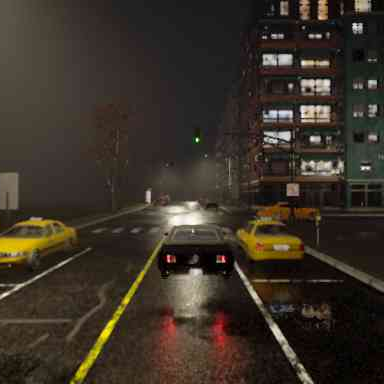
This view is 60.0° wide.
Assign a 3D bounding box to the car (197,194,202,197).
[{"bbox_3d":[2.563,1.547,72.492,2.192,1.841,5.009,1,0,0],"label":"car"}]

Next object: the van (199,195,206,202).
[{"bbox_3d":[2.561,1.610,83.814,1.690,1.788,3.998,1,0,0],"label":"van"}]

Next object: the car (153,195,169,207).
[{"bbox_3d":[-5.316,1.615,55.030,1.967,1.590,4.097,1,0,0],"label":"car"}]

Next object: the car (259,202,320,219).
[{"bbox_3d":[7.860,1.575,26.880,5.008,1.535,1.882,0,-2,-12],"label":"car"}]

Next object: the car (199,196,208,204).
[{"bbox_3d":[2.563,1.759,55.508,1.802,1.307,4.206,1,0,0],"label":"car"}]

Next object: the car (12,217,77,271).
[{"bbox_3d":[-5.309,1.560,11.073,1.752,1.417,4.829,1,0,0],"label":"car"}]

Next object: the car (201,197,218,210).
[{"bbox_3d":[2.565,1.691,44.186,2.008,1.369,4.403,1,0,0],"label":"car"}]

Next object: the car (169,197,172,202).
[{"bbox_3d":[-5.315,1.508,60.685,2.192,1.841,5.009,1,0,0],"label":"car"}]

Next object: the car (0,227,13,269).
[{"bbox_3d":[-5.308,1.563,5.707,1.887,1.381,4.507,1,0,0],"label":"car"}]

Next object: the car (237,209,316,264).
[{"bbox_3d":[2.572,1.563,11.842,1.752,1.417,4.829,1,0,0],"label":"car"}]

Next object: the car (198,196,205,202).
[{"bbox_3d":[2.557,1.813,89.644,1.752,1.417,4.829,1,0,0],"label":"car"}]

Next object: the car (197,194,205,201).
[{"bbox_3d":[2.559,1.621,95.136,2.192,1.841,5.009,1,0,0],"label":"car"}]

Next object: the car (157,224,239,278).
[{"bbox_3d":[0.098,1.633,10.187,1.895,1.301,4.718,0,0,0],"label":"car"}]

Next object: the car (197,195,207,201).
[{"bbox_3d":[2.561,1.779,66.830,1.947,1.339,4.313,1,0,0],"label":"car"}]
